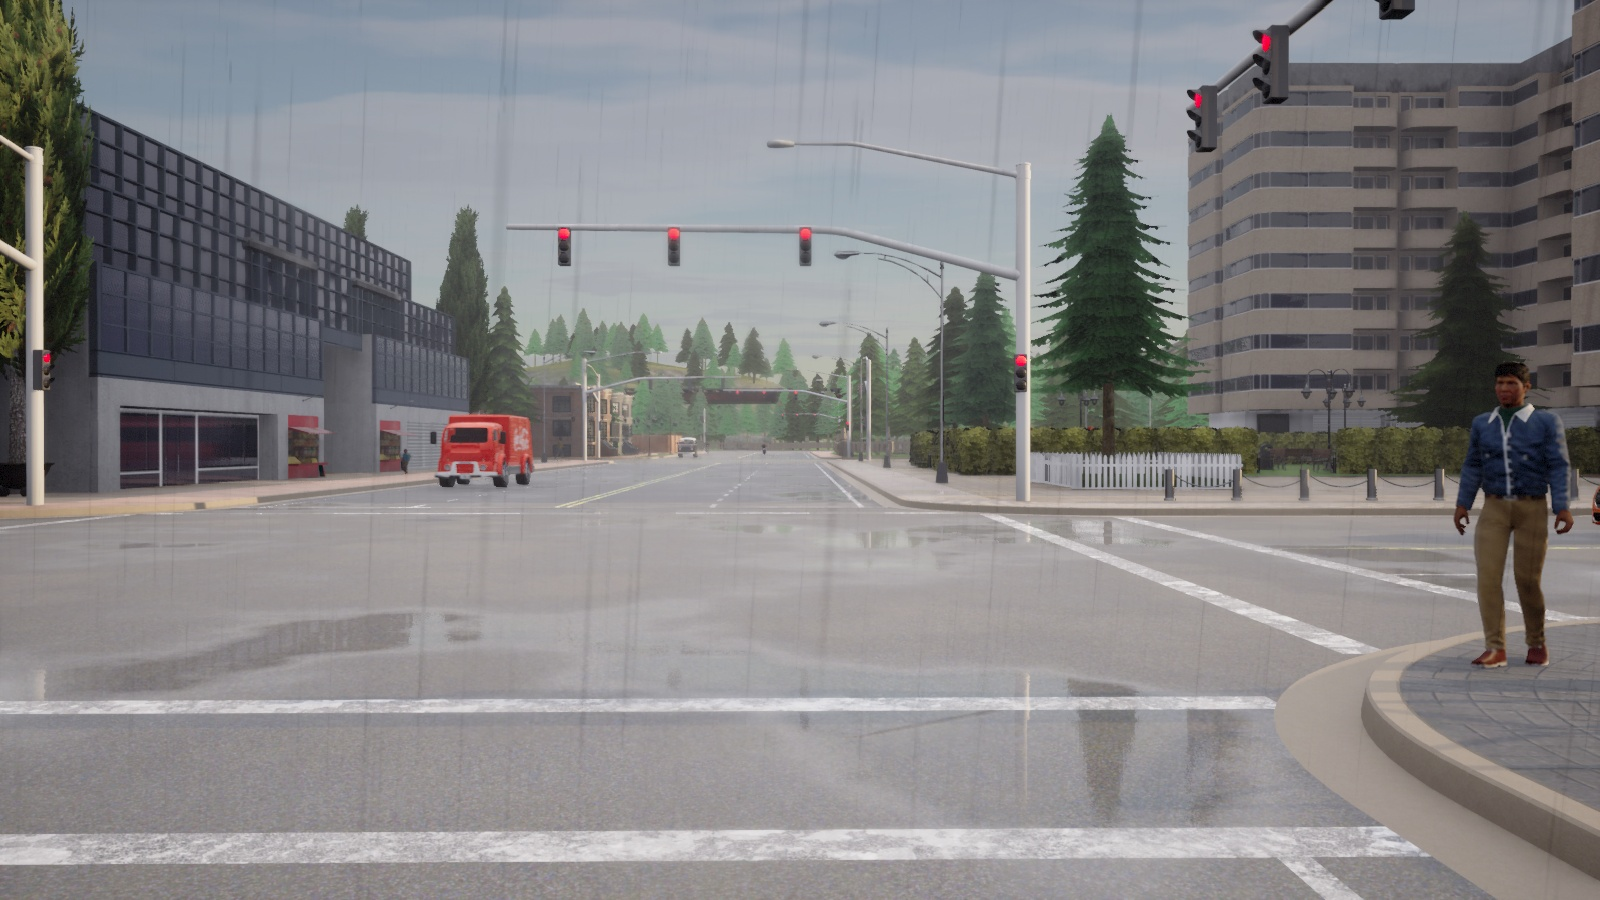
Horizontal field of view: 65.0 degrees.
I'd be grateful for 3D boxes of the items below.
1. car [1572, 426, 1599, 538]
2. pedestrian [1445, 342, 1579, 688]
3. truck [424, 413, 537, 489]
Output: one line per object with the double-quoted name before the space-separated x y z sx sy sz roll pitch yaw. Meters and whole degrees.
"car" 14.889 0.507 19.479 4.553 1.767 2.097 0 0 0
"pedestrian" 4.249 0.366 7.488 0.788 1.949 0.423 0 0 -39
"truck" -10.903 0.007 43.312 2.627 2.467 5.204 0 0 0
